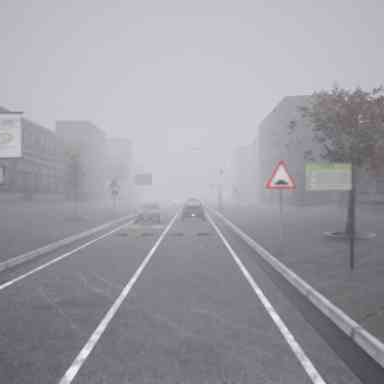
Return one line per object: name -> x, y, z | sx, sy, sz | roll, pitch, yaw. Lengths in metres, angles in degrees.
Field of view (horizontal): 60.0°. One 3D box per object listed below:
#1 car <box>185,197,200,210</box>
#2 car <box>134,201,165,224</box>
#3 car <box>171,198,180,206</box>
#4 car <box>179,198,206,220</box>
car -> 0.084, 1.564, 45.270 | 2.033, 1.649, 4.856 | 0, -1, 1
car -> -3.097, 1.498, 24.783 | 1.837, 1.490, 4.892 | 0, 0, 0
car -> -3.018, 1.965, 65.203 | 1.812, 1.442, 4.674 | 0, -1, 1
car -> 0.096, 1.497, 27.629 | 1.837, 1.490, 4.892 | 0, 0, 0
